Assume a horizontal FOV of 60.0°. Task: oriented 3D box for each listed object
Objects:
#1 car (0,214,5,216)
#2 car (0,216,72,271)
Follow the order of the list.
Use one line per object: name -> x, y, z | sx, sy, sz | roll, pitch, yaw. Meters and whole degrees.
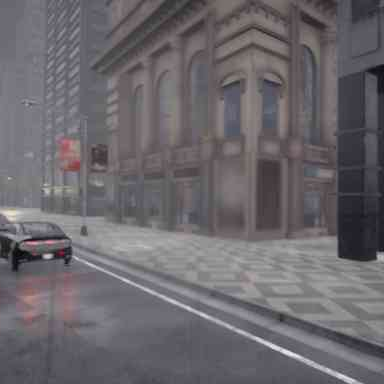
car -> -13.600, 2.171, 22.705 | 2.033, 1.411, 5.357 | 2, -2, -36
car -> -5.899, 1.841, 12.301 | 2.128, 1.511, 4.902 | 2, -2, -36
